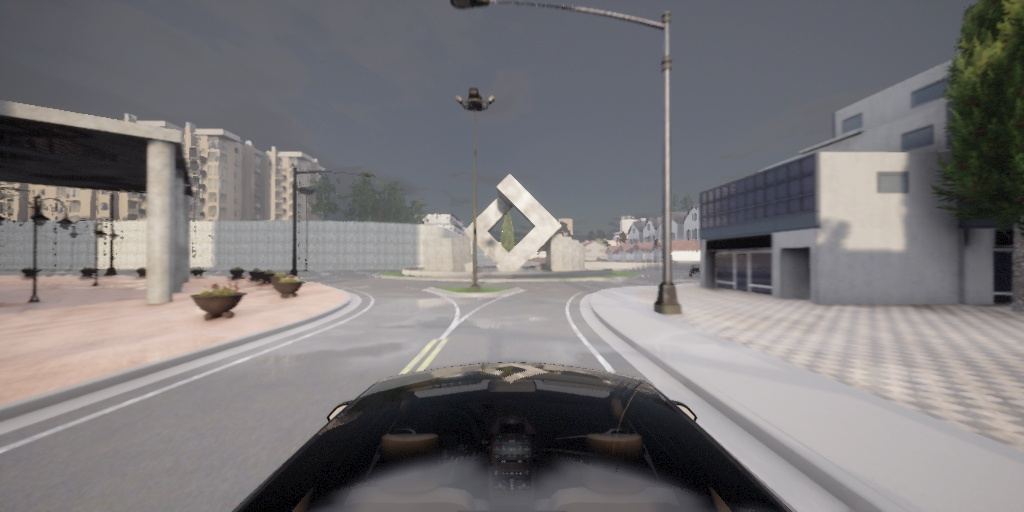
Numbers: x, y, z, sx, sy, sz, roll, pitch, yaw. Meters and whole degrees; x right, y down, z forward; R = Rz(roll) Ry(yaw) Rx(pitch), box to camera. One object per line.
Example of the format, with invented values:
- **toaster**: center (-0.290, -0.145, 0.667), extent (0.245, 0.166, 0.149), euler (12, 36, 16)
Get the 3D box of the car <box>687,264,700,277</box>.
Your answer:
- **car**: center (21.254, 1.613, 41.045), extent (2.128, 1.511, 4.902), euler (0, 0, 24)
